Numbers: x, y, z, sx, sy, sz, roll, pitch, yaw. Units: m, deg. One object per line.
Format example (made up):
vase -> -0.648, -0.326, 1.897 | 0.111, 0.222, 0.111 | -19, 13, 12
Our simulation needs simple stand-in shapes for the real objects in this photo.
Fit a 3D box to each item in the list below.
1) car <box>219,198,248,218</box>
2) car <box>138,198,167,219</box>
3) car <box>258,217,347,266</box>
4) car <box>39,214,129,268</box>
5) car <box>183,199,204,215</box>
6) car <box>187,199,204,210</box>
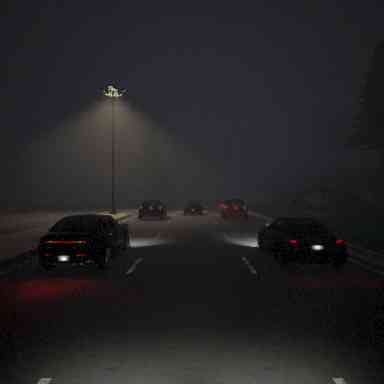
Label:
car -> 3.602, 1.352, 29.649 | 2.097, 1.767, 4.553 | 0, 0, 0
car -> -3.397, 1.352, 29.485 | 2.097, 1.767, 4.553 | 0, 0, 0
car -> 3.600, 1.564, 11.533 | 1.994, 1.385, 4.181 | 0, 0, 0
car -> -3.400, 1.505, 11.233 | 1.837, 1.490, 4.892 | 0, 0, 0
car -> 0.119, 1.526, 33.981 | 1.812, 1.442, 4.674 | 0, 0, 0
car -> 0.504, 1.601, 43.494 | 1.895, 1.301, 4.718 | 0, 0, 5
